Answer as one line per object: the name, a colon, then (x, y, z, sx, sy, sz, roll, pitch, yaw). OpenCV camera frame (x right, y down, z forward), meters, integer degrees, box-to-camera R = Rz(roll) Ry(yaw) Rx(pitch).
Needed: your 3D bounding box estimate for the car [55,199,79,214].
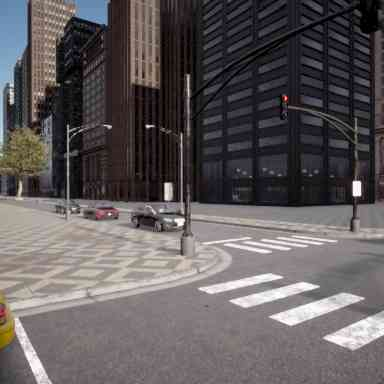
car: (-13.851, 1.596, 36.935, 1.837, 1.490, 4.892, 0, 0, -36)

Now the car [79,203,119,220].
car: (-7.829, 1.630, 28.560, 1.994, 1.385, 4.181, 0, 0, -35)

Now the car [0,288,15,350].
car: (-4.573, 1.525, 3.389, 4.829, 1.417, 1.752, 0, 0, -36)

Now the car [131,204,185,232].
car: (-2.078, 1.534, 20.561, 2.128, 1.511, 4.902, 0, 0, -36)
